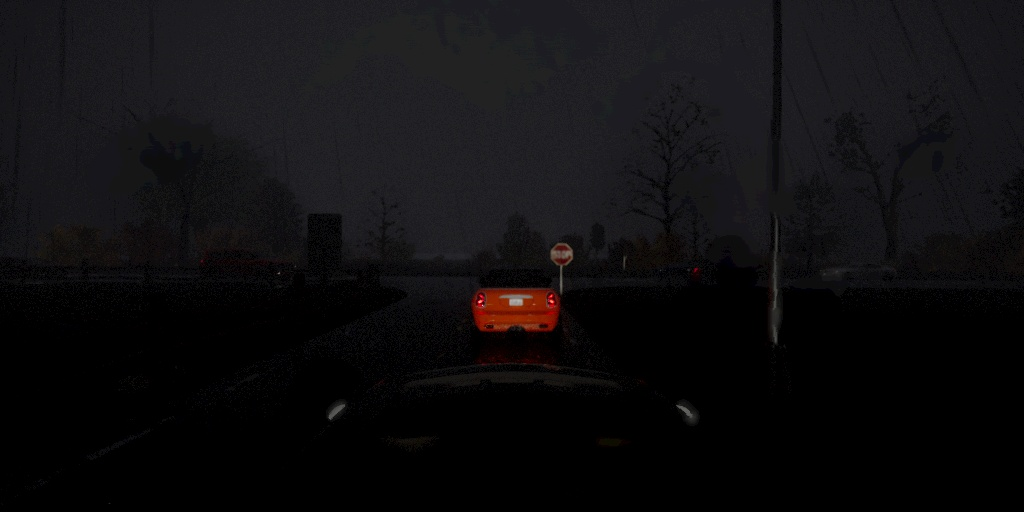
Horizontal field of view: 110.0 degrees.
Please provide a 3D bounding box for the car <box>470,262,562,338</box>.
[{"bbox_3d":[0.073,1.005,10.010,2.097,1.767,4.553,0,1,-1],"label":"car"}]

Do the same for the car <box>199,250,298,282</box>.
[{"bbox_3d":[-17.338,0.604,23.702,5.566,2.045,2.150,0,1,0],"label":"car"}]

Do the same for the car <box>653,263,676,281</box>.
[{"bbox_3d":[13.112,1.031,26.600,5.008,1.535,1.882,0,1,0],"label":"car"}]

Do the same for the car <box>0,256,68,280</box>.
[{"bbox_3d":[-32.602,0.743,23.740,5.008,1.535,1.882,1,1,0],"label":"car"}]

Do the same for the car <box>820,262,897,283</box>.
[{"bbox_3d":[25.671,1.170,26.578,4.674,1.442,1.812,0,1,0],"label":"car"}]

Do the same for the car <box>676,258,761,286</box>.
[{"bbox_3d":[13.767,0.966,23.658,4.553,1.767,2.097,0,1,-1],"label":"car"}]
